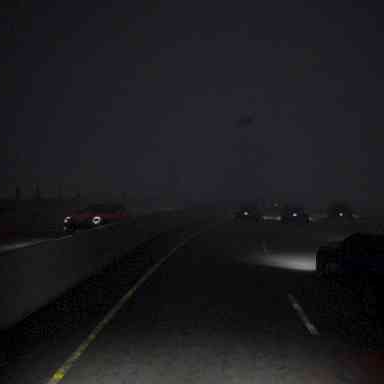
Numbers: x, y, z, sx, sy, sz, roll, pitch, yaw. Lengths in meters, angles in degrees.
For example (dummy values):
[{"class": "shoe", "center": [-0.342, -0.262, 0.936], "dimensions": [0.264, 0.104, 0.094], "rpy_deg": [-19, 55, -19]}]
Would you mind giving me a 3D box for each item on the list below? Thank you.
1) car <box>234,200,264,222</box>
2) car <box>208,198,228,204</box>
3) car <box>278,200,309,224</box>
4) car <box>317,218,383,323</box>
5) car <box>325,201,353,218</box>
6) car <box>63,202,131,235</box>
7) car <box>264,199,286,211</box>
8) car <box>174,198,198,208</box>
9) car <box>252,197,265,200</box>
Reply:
[{"class": "car", "center": [4.607, 1.589, 26.662], "dimensions": [1.994, 1.385, 4.181], "rpy_deg": [0, 0, 17]}, {"class": "car", "center": [4.024, 1.676, 51.194], "dimensions": [1.994, 1.385, 4.181], "rpy_deg": [0, 0, 31]}, {"class": "car", "center": [7.840, 1.587, 25.376], "dimensions": [1.994, 1.385, 4.181], "rpy_deg": [0, 0, 17]}, {"class": "car", "center": [4.100, 1.537, 6.995], "dimensions": [1.812, 1.442, 4.674], "rpy_deg": [0, 0, 5]}, {"class": "car", "center": [12.720, 1.534, 28.808], "dimensions": [1.837, 1.490, 4.892], "rpy_deg": [0, 0, 20]}, {"class": "car", "center": [-5.014, 1.353, 18.168], "dimensions": [2.097, 1.767, 4.553], "rpy_deg": [0, 0, 12]}, {"class": "car", "center": [11.172, 1.571, 42.160], "dimensions": [2.163, 1.488, 4.792], "rpy_deg": [0, 0, 28]}, {"class": "car", "center": [-0.818, 1.631, 49.793], "dimensions": [1.812, 1.442, 4.674], "rpy_deg": [0, 0, 30]}, {"class": "car", "center": [11.035, 1.637, 55.623], "dimensions": [1.837, 1.490, 4.892], "rpy_deg": [0, -1, 36]}]
